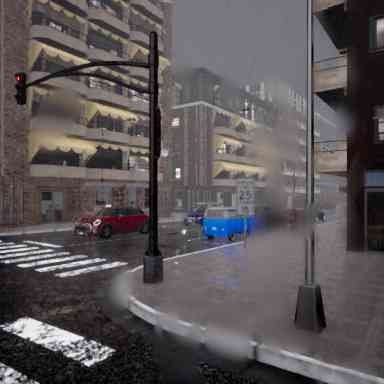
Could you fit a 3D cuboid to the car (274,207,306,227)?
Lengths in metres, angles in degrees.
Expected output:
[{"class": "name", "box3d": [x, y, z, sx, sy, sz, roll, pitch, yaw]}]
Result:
[{"class": "car", "box3d": [8.513, 2.158, 27.907, 1.802, 1.307, 4.206, -1, -2, 35]}]

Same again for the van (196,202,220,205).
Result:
[{"class": "van", "box3d": [1.681, 1.903, 32.709, 1.690, 1.788, 3.998, -1, -2, 35]}]

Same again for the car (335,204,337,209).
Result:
[{"class": "car", "box3d": [30.581, 3.064, 73.327, 1.887, 1.381, 4.507, -1, -2, 35]}]

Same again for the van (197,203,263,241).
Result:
[{"class": "van", "box3d": [2.229, 1.704, 18.787, 1.690, 1.788, 3.998, -1, -2, 35]}]

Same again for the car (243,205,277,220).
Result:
[{"class": "car", "box3d": [7.554, 2.196, 36.451, 1.837, 1.490, 4.892, 0, -1, 35]}]

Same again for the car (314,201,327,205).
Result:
[{"class": "car", "box3d": [24.159, 2.889, 64.299, 1.802, 1.307, 4.206, -1, -2, 35]}]

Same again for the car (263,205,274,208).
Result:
[{"class": "car", "box3d": [7.115, 2.099, 30.327, 1.837, 1.490, 4.892, 0, -1, 35]}]

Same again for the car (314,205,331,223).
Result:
[{"class": "car", "box3d": [11.725, 2.233, 32.422, 2.008, 1.369, 4.403, -1, -2, 35]}]

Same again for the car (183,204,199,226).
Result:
[{"class": "car", "box3d": [1.204, 2.005, 27.535, 1.812, 1.442, 4.674, 0, -1, 35]}]

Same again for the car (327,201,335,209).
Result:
[{"class": "car", "box3d": [27.369, 2.729, 68.819, 2.192, 1.841, 5.009, -1, -2, 35]}]

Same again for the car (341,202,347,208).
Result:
[{"class": "car", "box3d": [40.118, 3.376, 86.733, 1.752, 1.417, 4.829, -1, -2, 35]}]

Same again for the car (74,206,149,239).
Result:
[{"class": "car", "box3d": [-4.549, 1.639, 19.411, 2.097, 1.767, 4.553, 0, -1, 35]}]

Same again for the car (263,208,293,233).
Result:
[{"class": "car", "box3d": [5.303, 2.035, 23.394, 1.947, 1.339, 4.313, -1, -2, 35]}]
